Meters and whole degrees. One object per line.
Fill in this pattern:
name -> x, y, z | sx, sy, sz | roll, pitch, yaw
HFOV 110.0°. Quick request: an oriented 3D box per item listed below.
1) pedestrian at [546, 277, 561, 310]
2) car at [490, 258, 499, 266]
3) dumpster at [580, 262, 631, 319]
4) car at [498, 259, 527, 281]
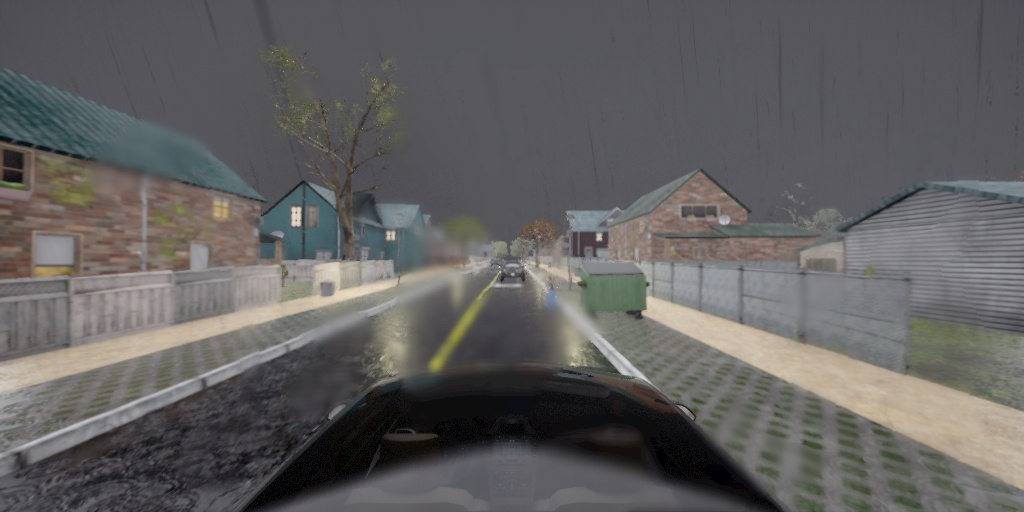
pedestrian -> 1.442, 1.262, 12.755 | 0.375, 1.300, 0.375 | 1, -1, -2
car -> -2.772, 1.077, 62.830 | 1.994, 1.385, 4.181 | 0, 0, 1
dumpster -> 3.012, 1.089, 11.778 | 1.020, 1.700, 1.940 | 0, 0, 0
car -> 0.071, 1.140, 28.268 | 1.812, 1.442, 4.674 | 0, 0, 0
